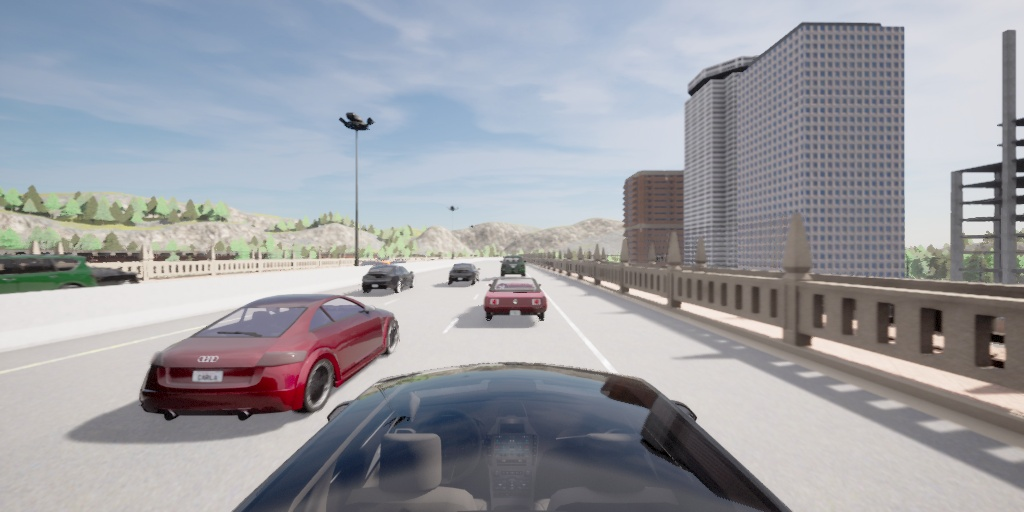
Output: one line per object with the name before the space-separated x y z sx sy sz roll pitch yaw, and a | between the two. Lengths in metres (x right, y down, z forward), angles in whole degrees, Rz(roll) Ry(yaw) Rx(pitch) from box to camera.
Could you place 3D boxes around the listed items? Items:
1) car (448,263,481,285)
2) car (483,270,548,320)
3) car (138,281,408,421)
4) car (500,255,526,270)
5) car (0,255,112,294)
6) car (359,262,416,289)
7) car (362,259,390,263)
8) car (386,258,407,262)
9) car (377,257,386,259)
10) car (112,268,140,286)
car | -3.404 1.258 26.000 1.837 1.490 4.892 0 0 0
car | 0.099 1.352 12.548 1.895 1.301 4.718 0 0 0
car | -3.400 1.314 6.012 1.994 1.385 4.181 0 0 0
car | 0.087 0.975 32.153 2.150 2.045 5.566 0 0 0
car | -17.600 0.972 11.927 2.150 2.045 5.566 0 0 0
car | -6.902 1.257 20.470 1.837 1.490 4.892 0 0 0
car | -14.104 1.261 35.583 1.837 1.490 4.892 0 -1 0
car | -18.036 1.271 57.635 2.128 1.511 4.902 0 0 -2
car | -21.594 1.030 59.563 2.097 1.767 4.553 0 0 -2
car | -21.097 1.229 17.251 1.882 1.535 5.008 0 0 0
